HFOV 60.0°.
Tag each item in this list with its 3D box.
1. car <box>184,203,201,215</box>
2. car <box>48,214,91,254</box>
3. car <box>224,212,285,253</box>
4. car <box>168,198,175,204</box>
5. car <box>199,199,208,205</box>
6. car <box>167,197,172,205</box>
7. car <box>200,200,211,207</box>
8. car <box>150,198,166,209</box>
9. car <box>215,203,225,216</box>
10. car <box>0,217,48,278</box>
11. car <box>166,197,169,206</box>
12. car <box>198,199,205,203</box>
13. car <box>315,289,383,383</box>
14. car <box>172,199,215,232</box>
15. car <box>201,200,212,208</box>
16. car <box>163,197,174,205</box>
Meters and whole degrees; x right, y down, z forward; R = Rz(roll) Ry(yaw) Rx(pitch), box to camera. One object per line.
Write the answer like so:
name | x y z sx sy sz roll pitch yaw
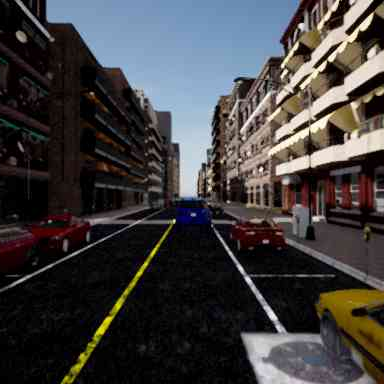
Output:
car | 0.063 2.001 39.974 1.895 1.301 4.718 0 -1 0
car | -5.702 1.689 14.298 1.887 1.381 4.507 0 -1 0
car | 2.678 1.689 14.301 1.887 1.381 4.507 0 -1 0
car | -5.775 2.448 93.030 1.752 1.417 4.829 0 -1 0
car | 2.620 2.340 76.296 1.802 1.307 4.206 0 -1 0
car | -5.755 2.247 70.657 1.887 1.381 4.507 0 -1 0
car | 2.631 2.213 65.024 1.947 1.339 4.313 0 -1 0
car | -5.739 2.086 53.748 2.008 1.369 4.403 0 -1 0
car | 2.658 1.920 36.844 2.008 1.369 4.403 0 -1 0
car | -5.697 1.528 8.662 1.967 1.590 4.097 0 -1 0
car | -5.745 2.142 59.385 2.008 1.369 4.403 0 -1 0
car | 2.605 2.506 93.204 1.802 1.307 4.206 0 -1 0
car | 2.689 1.559 3.199 1.752 1.417 4.829 0 -1 0
car | 0.080 1.441 21.804 2.150 2.045 5.566 0 -1 0
car | 2.637 2.119 59.558 1.752 1.417 4.829 0 -1 0
car | -5.765 2.128 81.931 2.192 1.841 5.009 0 -1 0
